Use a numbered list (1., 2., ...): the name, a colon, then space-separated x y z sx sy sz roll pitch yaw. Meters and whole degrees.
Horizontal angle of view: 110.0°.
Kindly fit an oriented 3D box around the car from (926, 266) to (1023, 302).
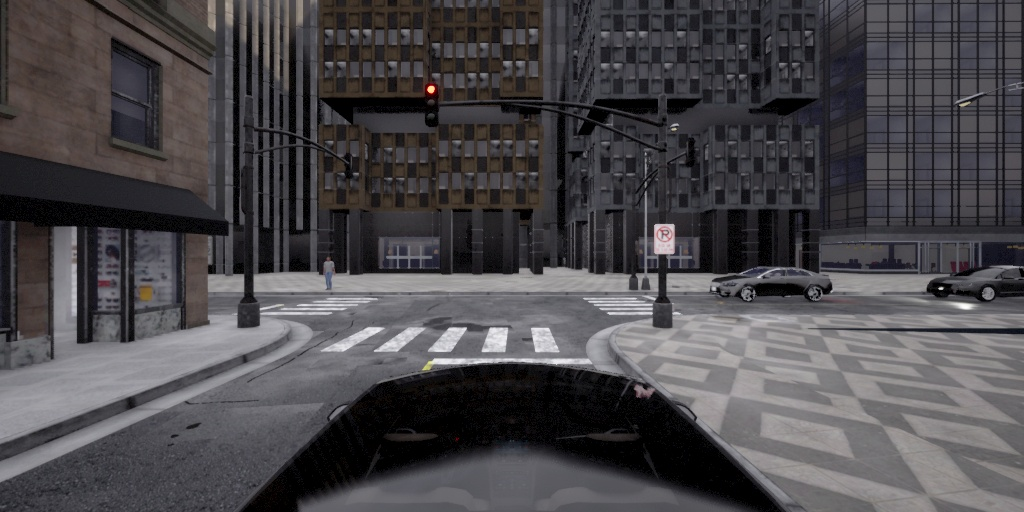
1. car: 21.846 1.221 16.216 4.892 1.490 1.837 0 0 0

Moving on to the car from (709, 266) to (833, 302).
1. car: 11.635 1.222 16.289 4.902 1.511 2.128 0 0 0

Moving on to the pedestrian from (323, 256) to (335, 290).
1. pedestrian: -9.927 0.901 19.470 0.375 1.860 0.375 0 0 0
